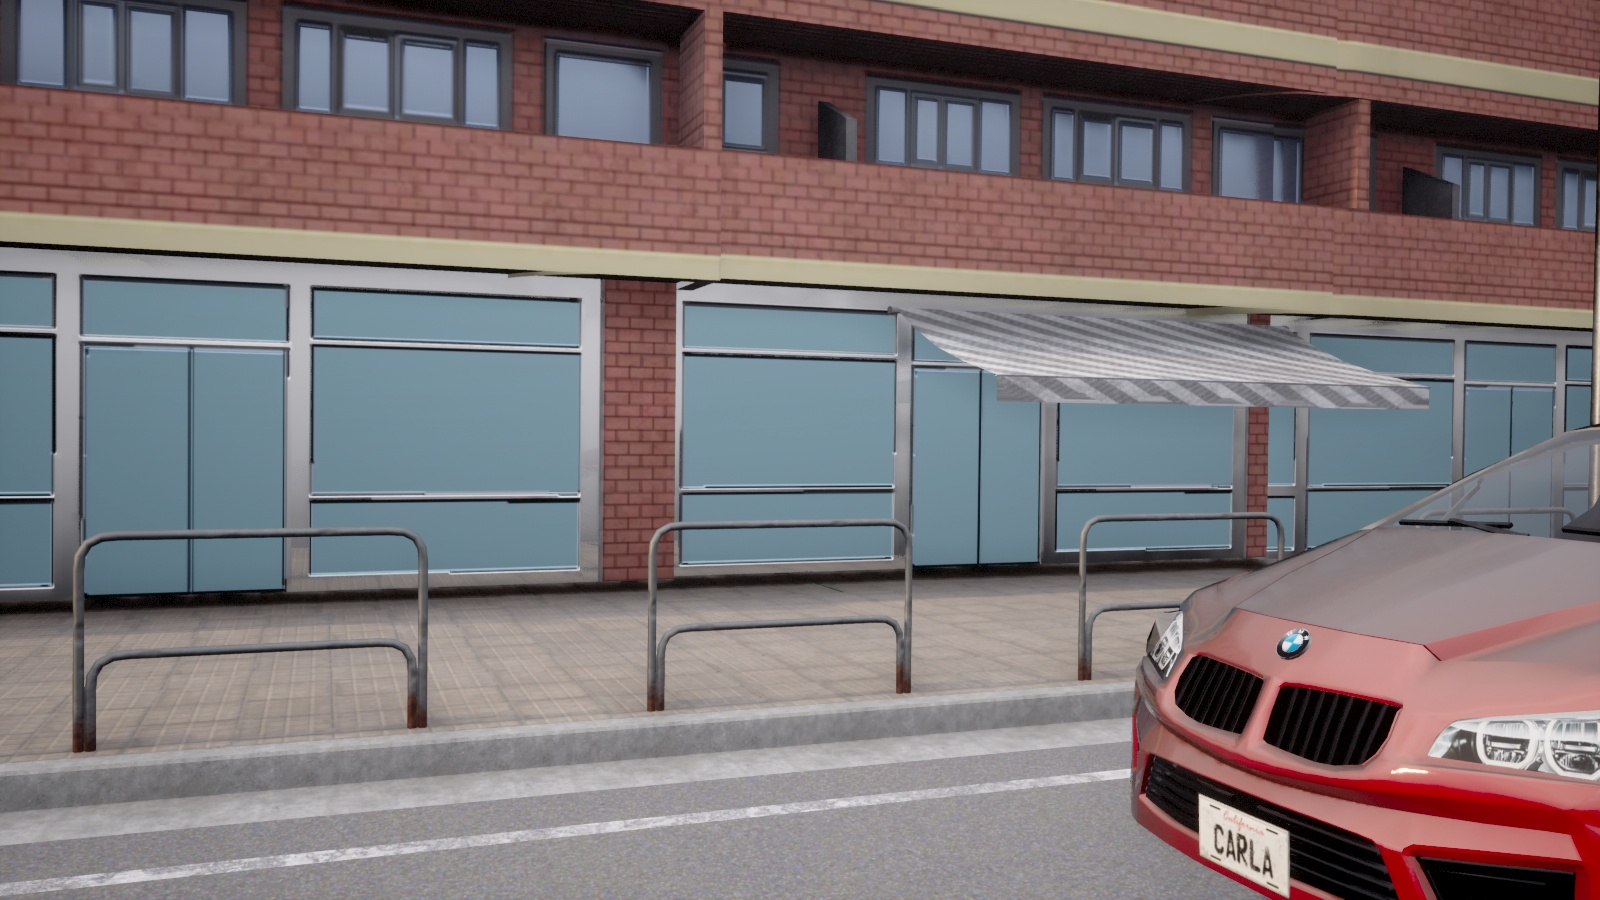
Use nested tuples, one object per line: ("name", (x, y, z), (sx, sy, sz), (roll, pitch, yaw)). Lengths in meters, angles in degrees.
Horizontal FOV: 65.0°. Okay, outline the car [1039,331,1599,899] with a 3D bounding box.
("car", (3.469, 0.531, 4.556), (4.611, 1.667, 2.242), (-1, 1, -21))
